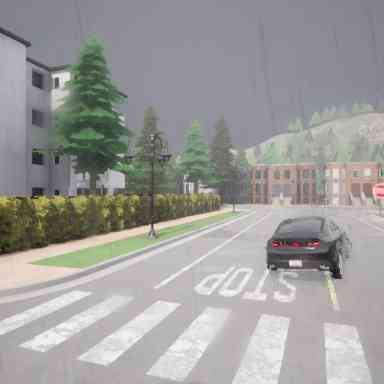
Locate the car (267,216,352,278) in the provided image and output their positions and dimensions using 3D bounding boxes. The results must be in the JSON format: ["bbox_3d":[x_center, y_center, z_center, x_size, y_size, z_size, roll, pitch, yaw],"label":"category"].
[{"bbox_3d":[3.694,1.508,10.282,1.837,1.490,4.892,-6,-3,29],"label":"car"}]
